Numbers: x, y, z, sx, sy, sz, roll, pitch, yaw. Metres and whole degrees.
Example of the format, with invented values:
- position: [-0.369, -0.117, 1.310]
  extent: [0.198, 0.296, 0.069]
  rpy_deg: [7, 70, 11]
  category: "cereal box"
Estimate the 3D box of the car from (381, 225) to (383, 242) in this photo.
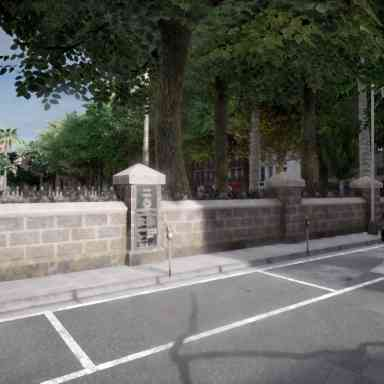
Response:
- position: [9.700, 1.310, 13.463]
  extent: [5.009, 1.841, 2.192]
  rpy_deg: [0, 0, -36]
  category: "car"
